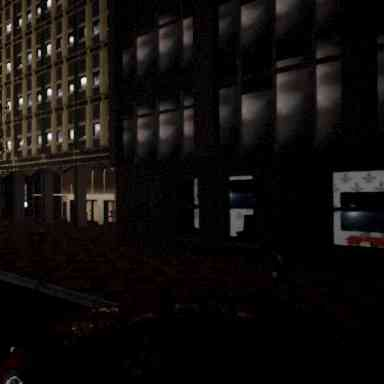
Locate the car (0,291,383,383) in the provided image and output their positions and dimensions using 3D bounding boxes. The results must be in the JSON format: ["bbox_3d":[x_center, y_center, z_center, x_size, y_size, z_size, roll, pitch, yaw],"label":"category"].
[{"bbox_3d":[0.020,1.582,2.869,4.206,1.307,1.802,0,0,35],"label":"car"}]
